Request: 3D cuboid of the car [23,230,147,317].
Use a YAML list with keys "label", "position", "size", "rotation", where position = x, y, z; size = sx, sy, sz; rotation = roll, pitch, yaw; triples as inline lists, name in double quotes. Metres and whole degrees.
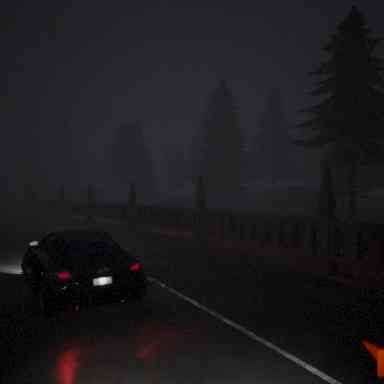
- label: "car"
  position: [-2.645, 1.562, 7.677]
  size: [1.994, 1.385, 4.181]
  rotation: [0, 0, -31]
